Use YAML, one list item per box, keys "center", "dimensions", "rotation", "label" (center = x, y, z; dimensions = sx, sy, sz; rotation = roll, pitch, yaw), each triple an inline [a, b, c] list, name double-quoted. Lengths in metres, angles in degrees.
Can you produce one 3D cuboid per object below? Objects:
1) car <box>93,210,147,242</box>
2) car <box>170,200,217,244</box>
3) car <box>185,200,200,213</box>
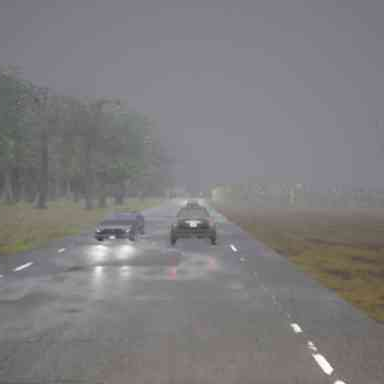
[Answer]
- center: [-3.558, 1.681, 17.578]
  dimensions: [2.033, 1.411, 5.357]
  rotation: [0, 0, 1]
  label: "car"
- center: [0.070, 1.478, 16.728]
  dimensions: [2.097, 1.767, 4.553]
  rotation: [0, -1, 0]
  label: "car"
- center: [0.092, 1.773, 42.327]
  dimensions: [1.837, 1.490, 4.892]
  rotation: [0, 0, 0]
  label: "car"
